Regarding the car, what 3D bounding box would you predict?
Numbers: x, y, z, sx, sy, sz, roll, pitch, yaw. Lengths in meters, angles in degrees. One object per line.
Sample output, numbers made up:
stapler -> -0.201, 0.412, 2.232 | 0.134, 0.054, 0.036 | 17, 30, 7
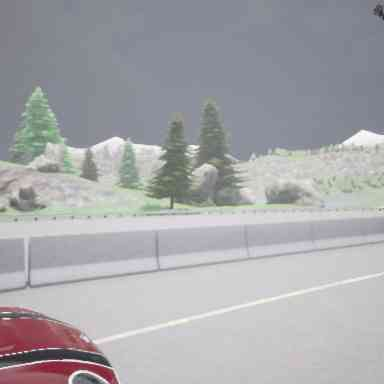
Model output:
car -> -2.618, 1.343, 1.764 | 4.553, 1.767, 2.097 | 0, 0, -36
